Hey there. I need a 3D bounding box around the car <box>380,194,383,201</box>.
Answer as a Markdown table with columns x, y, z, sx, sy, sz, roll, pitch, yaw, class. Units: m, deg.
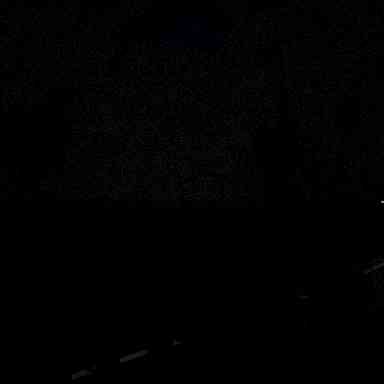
| x | y | z | sx | sy | sz | roll | pitch | yaw | class |
| --- | --- | --- | --- | --- | --- | --- | --- | --- | --- |
| 40.213 | 1.105 | 68.924 | 1.882 | 1.535 | 5.008 | 1 | 0 | 23 | car |
